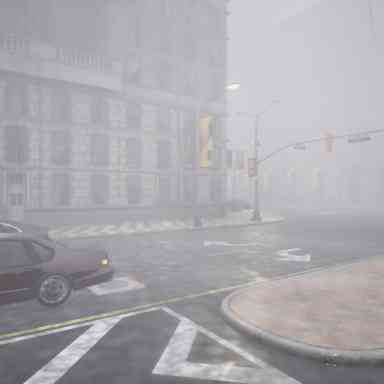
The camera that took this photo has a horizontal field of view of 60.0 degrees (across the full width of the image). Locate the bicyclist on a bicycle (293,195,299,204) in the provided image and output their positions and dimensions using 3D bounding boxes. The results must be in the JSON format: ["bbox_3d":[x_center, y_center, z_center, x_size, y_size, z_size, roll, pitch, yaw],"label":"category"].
[{"bbox_3d":[17.913,1.300,57.126,1.656,1.620,0.582,0,0,-35],"label":"bicyclist on a bicycle"}]

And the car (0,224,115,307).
[{"bbox_3d":[-4.286,1.547,6.480,5.357,1.411,2.033,0,0,-34],"label":"car"}]

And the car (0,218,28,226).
[{"bbox_3d":[-6.476,1.492,9.263,4.902,1.511,2.128,0,0,-37],"label":"car"}]

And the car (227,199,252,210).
[{"bbox_3d":[5.737,1.564,43.157,1.994,1.385,4.181,0,0,-35],"label":"car"}]
